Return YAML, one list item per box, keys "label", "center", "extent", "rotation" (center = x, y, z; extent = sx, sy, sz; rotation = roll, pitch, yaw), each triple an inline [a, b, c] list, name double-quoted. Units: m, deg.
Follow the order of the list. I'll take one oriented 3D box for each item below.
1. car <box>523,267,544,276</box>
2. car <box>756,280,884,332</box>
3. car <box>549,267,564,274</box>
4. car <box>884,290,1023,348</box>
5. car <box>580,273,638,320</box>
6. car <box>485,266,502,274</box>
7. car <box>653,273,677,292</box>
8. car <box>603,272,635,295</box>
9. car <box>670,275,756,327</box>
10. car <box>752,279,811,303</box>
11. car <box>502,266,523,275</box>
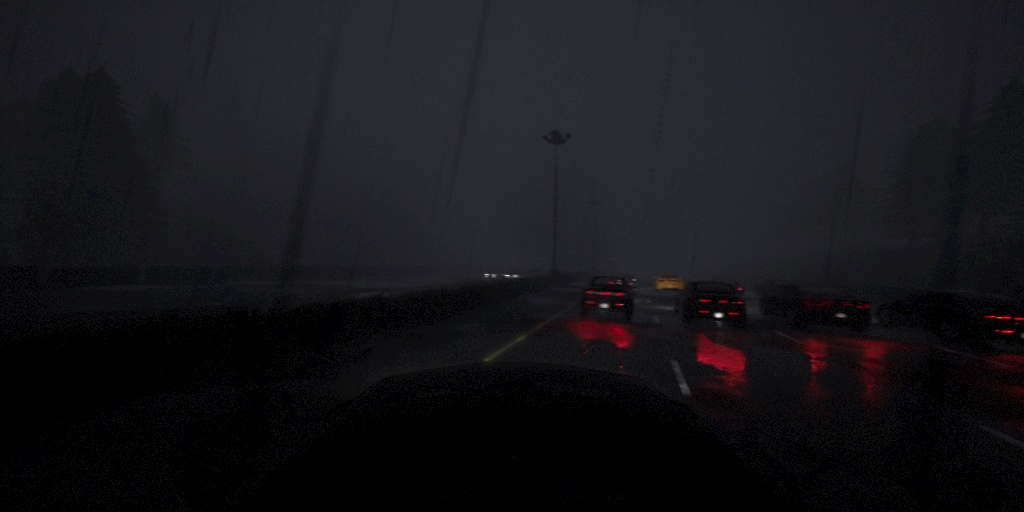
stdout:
- label: "car"
  center: [3.727, 2.506, 57.677]
  extent: [1.895, 1.301, 4.718]
  rotation: [1, -1, 19]
- label: "car"
  center: [10.978, 1.754, 13.401]
  extent: [1.882, 1.535, 5.008]
  rotation: [1, -1, 19]
- label: "car"
  center: [7.135, 2.522, 56.829]
  extent: [1.812, 1.442, 4.674]
  rotation: [1, -1, 19]
- label: "car"
  center: [13.994, 1.840, 11.428]
  extent: [1.837, 1.490, 4.892]
  rotation: [1, -1, 19]
- label: "car"
  center: [3.968, 1.568, 14.557]
  extent: [2.128, 1.511, 4.902]
  rotation: [1, -1, 19]
- label: "car"
  center: [-2.868, 2.305, 59.986]
  extent: [1.994, 1.385, 4.181]
  rotation: [1, -1, 19]
- label: "car"
  center: [12.613, 2.109, 29.077]
  extent: [1.882, 1.535, 5.008]
  rotation: [1, -1, 19]
- label: "car"
  center: [8.161, 1.998, 26.959]
  extent: [2.033, 1.411, 5.357]
  rotation: [1, -1, 19]
- label: "car"
  center: [7.362, 1.674, 13.663]
  extent: [1.837, 1.490, 4.892]
  rotation: [1, -1, 19]
- label: "car"
  center: [18.603, 2.343, 25.017]
  extent: [1.895, 1.301, 4.718]
  rotation: [1, -1, 19]
- label: "car"
  center: [0.519, 2.395, 59.091]
  extent: [1.994, 1.385, 4.181]
  rotation: [1, -1, 19]
